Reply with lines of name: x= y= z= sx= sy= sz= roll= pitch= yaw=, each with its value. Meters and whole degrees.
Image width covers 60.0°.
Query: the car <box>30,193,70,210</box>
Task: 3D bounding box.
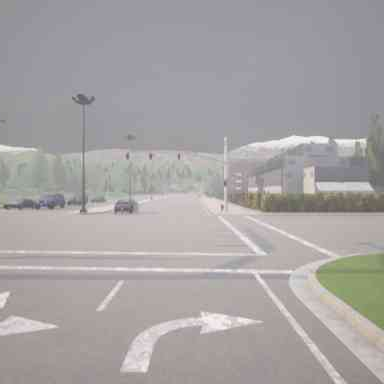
car: x=-18.613 y=1.196 z=43.892 sx=2.150 sy=2.045 sz=5.566 roll=0 pitch=0 yaw=1

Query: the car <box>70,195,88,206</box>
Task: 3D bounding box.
car: x=-18.613 y=1.569 z=53.857 sx=1.895 sy=1.301 sz=4.718 roll=0 pitch=0 yaw=0

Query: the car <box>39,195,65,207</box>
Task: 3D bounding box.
car: x=-22.116 y=1.321 z=52.746 sx=2.097 sy=1.767 sz=4.553 roll=0 pitch=0 yaw=0

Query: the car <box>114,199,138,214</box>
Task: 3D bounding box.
car: x=-6.932 y=1.471 z=35.407 sx=2.128 sy=1.511 sz=4.902 roll=0 pitch=0 yaw=0

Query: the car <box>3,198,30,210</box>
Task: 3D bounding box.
car: x=-22.085 y=1.522 z=43.212 sx=2.033 sy=1.411 sz=5.357 roll=0 pitch=0 yaw=3

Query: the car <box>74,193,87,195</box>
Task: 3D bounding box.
car: x=-22.042 y=1.185 z=65.153 sx=2.150 sy=2.045 sz=5.566 roll=0 pitch=0 yaw=0

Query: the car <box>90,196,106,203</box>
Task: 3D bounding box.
car: x=-18.543 y=1.509 z=65.898 sx=2.033 sy=1.411 sz=5.357 roll=0 pitch=0 yaw=0
